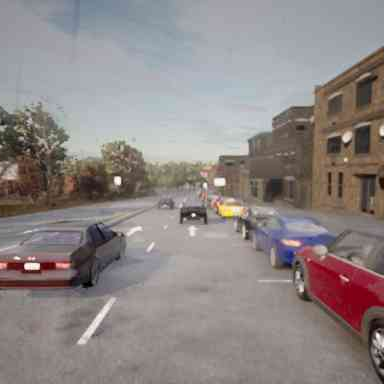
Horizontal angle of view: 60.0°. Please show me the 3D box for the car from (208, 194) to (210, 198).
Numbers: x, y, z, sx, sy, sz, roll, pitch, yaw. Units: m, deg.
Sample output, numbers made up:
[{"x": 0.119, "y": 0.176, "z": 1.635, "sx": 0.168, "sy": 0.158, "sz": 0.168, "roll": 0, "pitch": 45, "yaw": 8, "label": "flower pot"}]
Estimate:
[{"x": 3.231, "y": 1.269, "z": 38.666, "sx": 1.946, "sy": 1.575, "sz": 5.366, "roll": 0, "pitch": 0, "yaw": 0, "label": "car"}]

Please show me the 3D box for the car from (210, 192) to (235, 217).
[{"x": 3.232, "y": 1.177, "z": 32.922, "sx": 2.185, "sy": 1.767, "sz": 4.553, "roll": 0, "pitch": 0, "yaw": 0, "label": "car"}]

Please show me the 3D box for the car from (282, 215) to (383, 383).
[{"x": 3.226, "y": 1.325, "z": 5.421, "sx": 2.185, "sy": 1.767, "sz": 4.553, "roll": 0, "pitch": 0, "yaw": 0, "label": "car"}]

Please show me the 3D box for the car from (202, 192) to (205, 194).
[{"x": 3.220, "y": 1.185, "z": 55.049, "sx": 2.231, "sy": 1.521, "sz": 4.892, "roll": 0, "pitch": 0, "yaw": 0, "label": "car"}]

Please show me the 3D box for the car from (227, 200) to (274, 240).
[{"x": 3.227, "y": 1.393, "z": 16.371, "sx": 2.231, "sy": 1.521, "sz": 4.892, "roll": 0, "pitch": 0, "yaw": 0, "label": "car"}]

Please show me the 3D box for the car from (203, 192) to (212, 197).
[{"x": 3.222, "y": 1.215, "z": 49.523, "sx": 2.231, "sy": 1.521, "sz": 4.892, "roll": 0, "pitch": 0, "yaw": 0, "label": "car"}]

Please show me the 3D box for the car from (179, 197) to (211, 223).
[{"x": 0.103, "y": 1.347, "z": 24.227, "sx": 1.882, "sy": 1.535, "sz": 5.008, "roll": 0, "pitch": 0, "yaw": 0, "label": "car"}]

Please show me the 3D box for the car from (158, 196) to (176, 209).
[{"x": -3.149, "y": 1.283, "z": 41.519, "sx": 1.837, "sy": 1.490, "sz": 4.892, "roll": 0, "pitch": 1, "yaw": 0, "label": "car"}]

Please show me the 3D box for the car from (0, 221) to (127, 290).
[{"x": -3.149, "y": 1.498, "z": 9.065, "sx": 2.033, "sy": 1.411, "sz": 5.357, "roll": 0, "pitch": 0, "yaw": 0, "label": "car"}]

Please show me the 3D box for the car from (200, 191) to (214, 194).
[{"x": 3.215, "y": 0.903, "z": 60.732, "sx": 2.435, "sy": 2.045, "sz": 5.566, "roll": 0, "pitch": 0, "yaw": 0, "label": "car"}]

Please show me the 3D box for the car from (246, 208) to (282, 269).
[{"x": 3.227, "y": 1.461, "z": 10.851, "sx": 2.002, "sy": 1.452, "sz": 4.674, "roll": 0, "pitch": 0, "yaw": 0, "label": "car"}]

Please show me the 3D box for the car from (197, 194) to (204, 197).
[{"x": 0.101, "y": 1.321, "z": 42.228, "sx": 2.033, "sy": 1.411, "sz": 5.357, "roll": 0, "pitch": 0, "yaw": 0, "label": "car"}]
